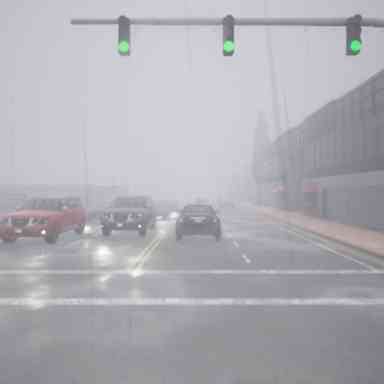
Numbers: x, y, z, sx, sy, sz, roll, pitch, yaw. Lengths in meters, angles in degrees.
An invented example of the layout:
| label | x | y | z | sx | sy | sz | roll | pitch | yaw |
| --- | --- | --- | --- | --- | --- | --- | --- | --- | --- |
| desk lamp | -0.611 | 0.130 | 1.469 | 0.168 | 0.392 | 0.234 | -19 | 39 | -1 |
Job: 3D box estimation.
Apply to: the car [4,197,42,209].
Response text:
| label | x | y | z | sx | sy | sz | roll | pitch | yaw |
| --- | --- | --- | --- | --- | --- | --- | --- | --- | --- |
| car | -20.866 | 1.353 | 41.175 | 3.806 | 1.475 | 1.970 | 0 | 0 | 1 |

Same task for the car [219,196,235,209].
| label | x | y | z | sx | sy | sz | roll | pitch | yaw |
| --- | --- | --- | --- | --- | --- | --- | --- | --- | --- |
| car | 4.688 | 1.479 | 45.278 | 1.812 | 1.442 | 4.674 | 0 | 0 | 2 |

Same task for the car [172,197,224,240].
| label | x | y | z | sx | sy | sz | roll | pitch | yaw |
| --- | --- | --- | --- | --- | --- | --- | --- | --- | --- |
| car | 0.333 | 1.334 | 17.165 | 2.097 | 1.767 | 4.553 | 0 | 0 | 1 |

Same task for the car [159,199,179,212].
| label | x | y | z | sx | sy | sz | roll | pitch | yaw |
| --- | --- | --- | --- | --- | --- | --- | --- | --- | --- |
| car | -2.564 | 1.561 | 38.335 | 1.895 | 1.301 | 4.718 | 0 | 0 | 2 |

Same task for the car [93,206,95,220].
| label | x | y | z | sx | sy | sz | roll | pitch | yaw |
| --- | --- | --- | --- | --- | --- | --- | --- | --- | --- |
| car | -6.583 | 1.451 | 26.058 | 1.882 | 1.535 | 5.008 | 0 | 0 | 2 |

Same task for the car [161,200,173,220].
| label | x | y | z | sx | sy | sz | roll | pitch | yaw |
| --- | --- | --- | --- | --- | --- | --- | --- | --- | --- |
| car | -2.994 | 1.496 | 28.306 | 1.812 | 1.442 | 4.674 | 0 | 0 | 2 |

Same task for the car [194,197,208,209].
| label | x | y | z | sx | sy | sz | roll | pitch | yaw |
| --- | --- | --- | --- | --- | --- | --- | --- | --- | --- |
| car | 1.207 | 1.459 | 45.794 | 1.837 | 1.490 | 4.892 | 0 | 0 | 2 |

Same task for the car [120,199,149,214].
| label | x | y | z | sx | sy | sz | roll | pitch | yaw |
| --- | --- | --- | --- | --- | --- | --- | --- | --- | --- |
| car | -6.146 | 1.510 | 36.333 | 2.033 | 1.411 | 5.357 | 0 | 0 | 2 |

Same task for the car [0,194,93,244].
| label | x | y | z | sx | sy | sz | roll | pitch | yaw |
| --- | --- | --- | --- | --- | --- | --- | --- | --- | --- |
| car | -6.894 | 1.205 | 16.117 | 2.150 | 2.045 | 5.566 | 0 | 0 | 2 |

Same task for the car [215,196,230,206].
| label | x | y | z | sx | sy | sz | roll | pitch | yaw |
| --- | --- | --- | --- | --- | --- | --- | --- | --- | --- |
| car | 5.055 | 1.434 | 55.555 | 2.128 | 1.511 | 4.902 | 0 | 0 | 2 |

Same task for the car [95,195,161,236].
| label | x | y | z | sx | sy | sz | roll | pitch | yaw |
| --- | --- | --- | --- | --- | --- | --- | --- | --- | --- |
| car | -3.328 | 1.202 | 18.500 | 2.150 | 2.045 | 5.566 | 0 | 0 | 2 |
